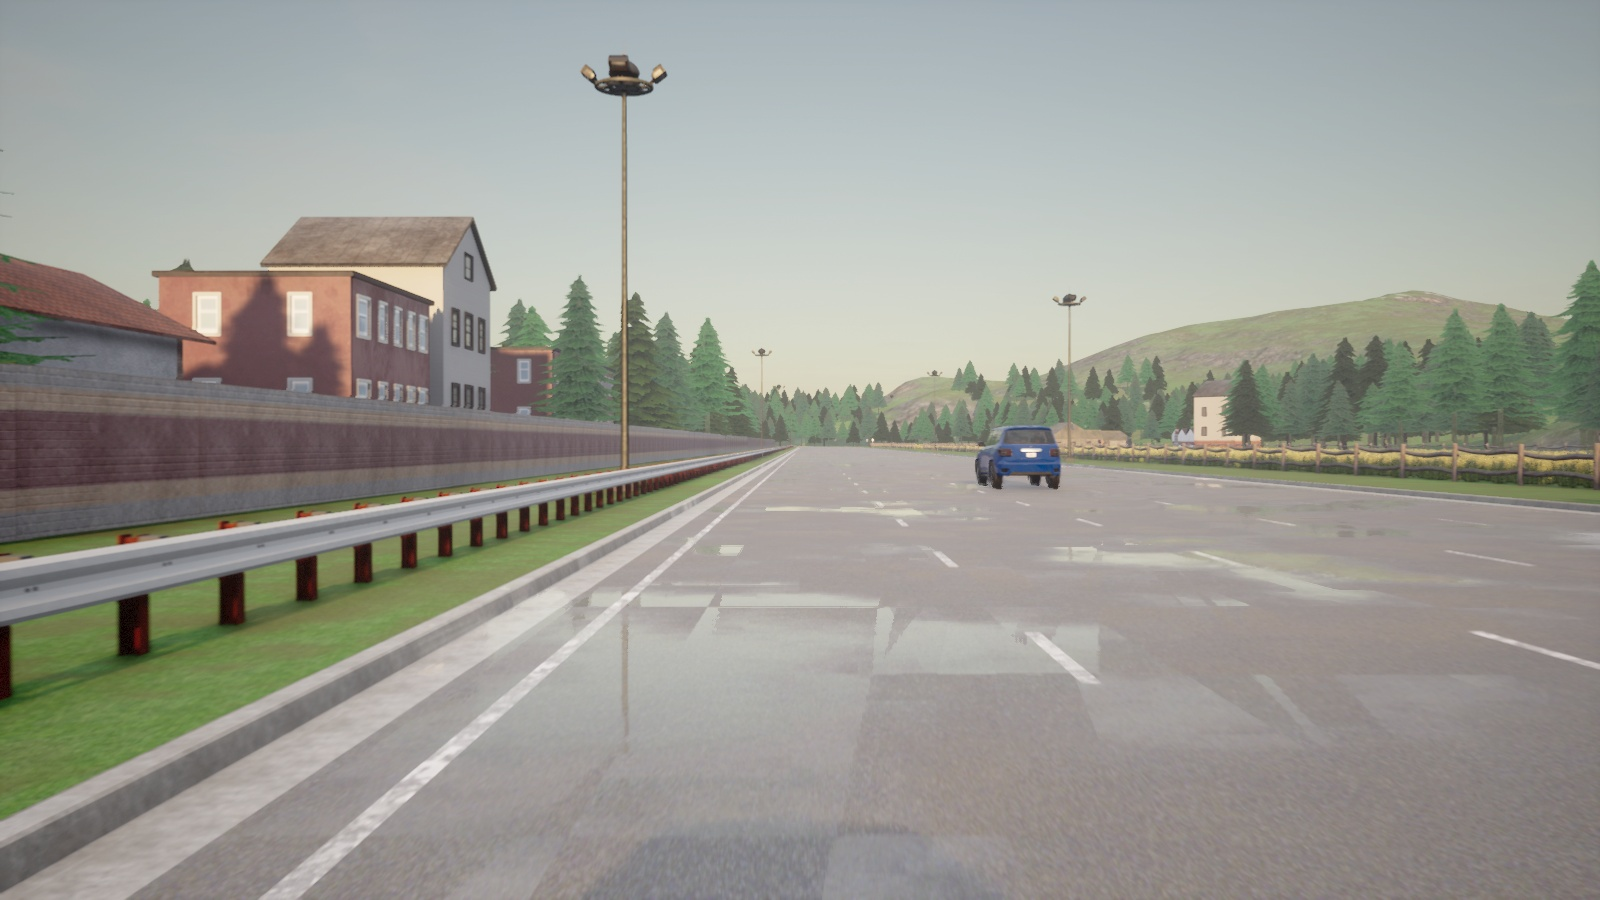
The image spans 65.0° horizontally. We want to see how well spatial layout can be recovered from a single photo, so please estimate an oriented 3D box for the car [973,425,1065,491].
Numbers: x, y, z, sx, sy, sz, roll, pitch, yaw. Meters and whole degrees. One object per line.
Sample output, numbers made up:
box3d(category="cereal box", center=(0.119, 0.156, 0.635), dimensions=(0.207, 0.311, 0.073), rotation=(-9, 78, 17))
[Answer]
box3d(category="car", center=(7.259, 0.234, 42.153), dimensions=(2.150, 2.045, 5.566), rotation=(0, 0, 0))
